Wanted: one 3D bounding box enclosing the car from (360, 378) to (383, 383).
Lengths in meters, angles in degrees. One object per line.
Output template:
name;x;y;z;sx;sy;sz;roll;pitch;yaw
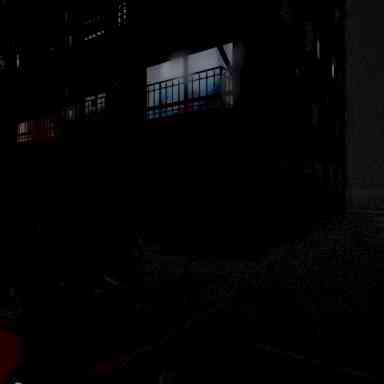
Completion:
car;2.551;1.566;1.055;4.313;1.339;1.947;0;0;36

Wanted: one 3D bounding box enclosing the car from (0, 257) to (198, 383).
car;-2.036;1.545;4.330;4.507;1.381;1.887;0;0;36
